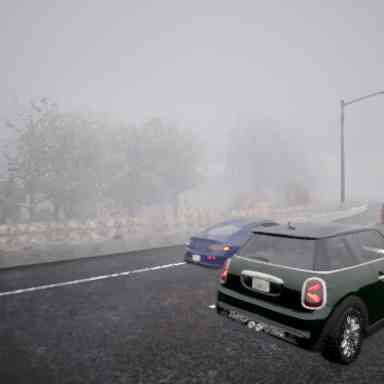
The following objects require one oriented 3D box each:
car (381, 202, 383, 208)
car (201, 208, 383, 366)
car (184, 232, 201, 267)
[{"bbox_3d":[14.508,1.116,22.695,2.150,2.045,5.566,0,0,40],"label":"car"},{"bbox_3d":[2.623,1.329,6.063,4.553,1.767,2.097,0,0,-39],"label":"car"},{"bbox_3d":[1.868,1.498,9.960,4.674,1.442,1.812,0,0,-40],"label":"car"}]
